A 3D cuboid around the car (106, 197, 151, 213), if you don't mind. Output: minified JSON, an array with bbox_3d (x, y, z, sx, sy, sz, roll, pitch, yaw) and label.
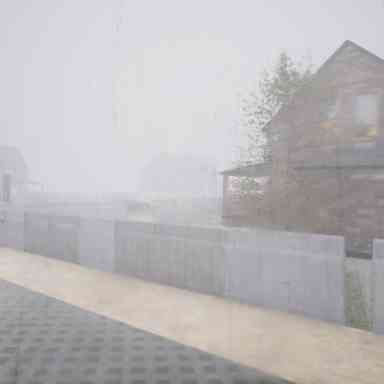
[{"bbox_3d":[-5.780,1.165,29.581,2.128,1.511,4.902,2,2,40],"label":"car"}]
